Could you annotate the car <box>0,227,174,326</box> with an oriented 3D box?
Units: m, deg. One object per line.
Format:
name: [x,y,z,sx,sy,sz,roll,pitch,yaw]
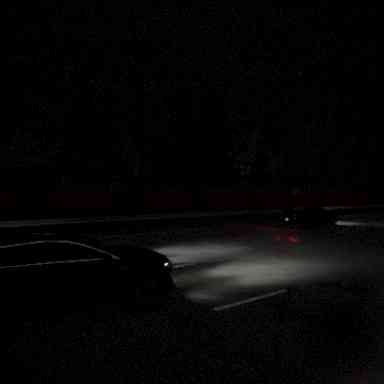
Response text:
car: [-2.646,1.491,6.166,4.902,1.511,2.128,0,0,-36]

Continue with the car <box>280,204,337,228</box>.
car: [7.881,1.525,22.445,4.674,1.442,1.812,0,0,-36]

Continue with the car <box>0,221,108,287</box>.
car: [-4.853,1.601,8.886,4.718,1.301,1.895,0,0,-36]
